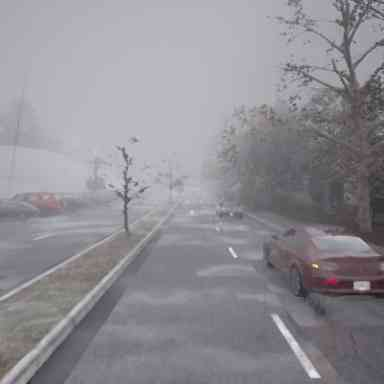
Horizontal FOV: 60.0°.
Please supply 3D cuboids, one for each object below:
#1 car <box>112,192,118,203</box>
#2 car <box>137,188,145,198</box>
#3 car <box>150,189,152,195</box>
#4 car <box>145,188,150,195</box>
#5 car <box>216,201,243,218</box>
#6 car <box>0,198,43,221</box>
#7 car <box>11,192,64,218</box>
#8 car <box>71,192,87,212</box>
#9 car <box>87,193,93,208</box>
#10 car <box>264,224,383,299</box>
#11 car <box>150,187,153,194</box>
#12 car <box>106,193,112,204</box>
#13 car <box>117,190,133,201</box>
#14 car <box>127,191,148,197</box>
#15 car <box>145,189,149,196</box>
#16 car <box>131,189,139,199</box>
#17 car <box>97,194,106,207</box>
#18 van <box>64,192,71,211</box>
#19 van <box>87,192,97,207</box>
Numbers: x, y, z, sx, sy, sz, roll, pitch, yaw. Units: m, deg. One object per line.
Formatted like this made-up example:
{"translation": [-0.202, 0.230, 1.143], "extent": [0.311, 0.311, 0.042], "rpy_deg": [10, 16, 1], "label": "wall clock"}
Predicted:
{"translation": [-13.819, 1.098, 48.564], "extent": [4.792, 1.488, 2.163], "rpy_deg": [-1, 1, -20], "label": "car"}
{"translation": [-13.804, 0.486, 72.579], "extent": [5.566, 2.045, 2.435], "rpy_deg": [-1, 1, -20], "label": "car"}
{"translation": [-13.818, 0.459, 87.587], "extent": [4.674, 1.452, 2.002], "rpy_deg": [-1, 1, -20], "label": "car"}
{"translation": [-13.849, 0.308, 81.558], "extent": [5.566, 2.045, 2.435], "rpy_deg": [-1, 1, -20], "label": "car"}
{"translation": [3.100, 1.439, 28.295], "extent": [1.895, 1.301, 4.718], "rpy_deg": [0, 1, 0], "label": "car"}
{"translation": [-13.858, 1.416, 24.664], "extent": [4.674, 1.452, 2.002], "rpy_deg": [-1, 1, -20], "label": "car"}
{"translation": [-13.889, 1.092, 27.631], "extent": [5.566, 2.045, 2.435], "rpy_deg": [-1, 1, -20], "label": "car"}
{"translation": [-13.834, 1.014, 33.627], "extent": [5.566, 2.045, 2.435], "rpy_deg": [-1, 1, -20], "label": "car"}
{"translation": [-13.847, 1.227, 36.599], "extent": [4.892, 1.521, 2.231], "rpy_deg": [-1, 1, -20], "label": "car"}
{"translation": [3.094, 1.521, 8.340], "extent": [1.812, 1.442, 4.674], "rpy_deg": [0, 0, 0], "label": "car"}
{"translation": [-13.846, 0.212, 90.570], "extent": [4.553, 1.767, 2.185], "rpy_deg": [-1, 1, -20], "label": "car"}
{"translation": [-13.842, 1.148, 45.546], "extent": [4.674, 1.452, 2.002], "rpy_deg": [-1, 1, -20], "label": "car"}
{"translation": [-13.810, 0.940, 60.569], "extent": [4.792, 1.488, 2.163], "rpy_deg": [-1, 1, -20], "label": "car"}
{"translation": [-13.844, 0.519, 84.562], "extent": [4.792, 1.488, 2.163], "rpy_deg": [-1, 2, -20], "label": "car"}
{"translation": [-13.651, 0.616, 78.636], "extent": [5.366, 1.575, 1.946], "rpy_deg": [-1, 1, -20], "label": "car"}
{"translation": [-14.003, 0.830, 66.491], "extent": [5.366, 1.575, 1.946], "rpy_deg": [-1, 1, -20], "label": "car"}
{"translation": [-13.821, 1.022, 42.571], "extent": [4.553, 1.767, 2.185], "rpy_deg": [-1, 1, -20], "label": "car"}
{"translation": [-13.752, 1.077, 30.675], "extent": [4.442, 1.987, 1.878], "rpy_deg": [-1, 1, -20], "label": "van"}
{"translation": [-13.963, 0.963, 39.535], "extent": [4.442, 1.987, 1.878], "rpy_deg": [-1, 1, -20], "label": "van"}
